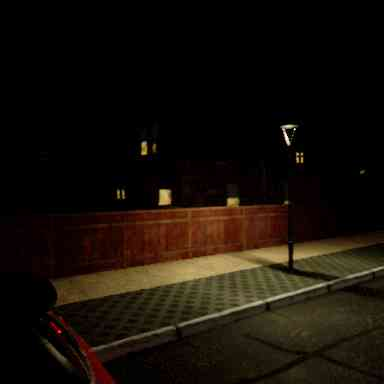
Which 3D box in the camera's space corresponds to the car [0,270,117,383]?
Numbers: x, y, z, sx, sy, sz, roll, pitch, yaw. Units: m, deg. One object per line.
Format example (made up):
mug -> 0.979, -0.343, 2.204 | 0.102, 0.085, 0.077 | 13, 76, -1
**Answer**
car -> -2.501, 1.358, 1.288 | 4.553, 1.767, 2.097 | 0, 0, -35
